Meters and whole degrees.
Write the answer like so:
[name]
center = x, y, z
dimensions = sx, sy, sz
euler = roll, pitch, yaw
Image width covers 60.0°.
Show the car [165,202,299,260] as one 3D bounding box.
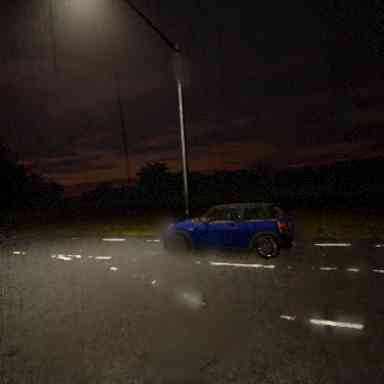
[car]
center = 1.257, 1.184, 11.601
dimensions = 4.553, 1.767, 2.097
euler = -3, 1, 27
